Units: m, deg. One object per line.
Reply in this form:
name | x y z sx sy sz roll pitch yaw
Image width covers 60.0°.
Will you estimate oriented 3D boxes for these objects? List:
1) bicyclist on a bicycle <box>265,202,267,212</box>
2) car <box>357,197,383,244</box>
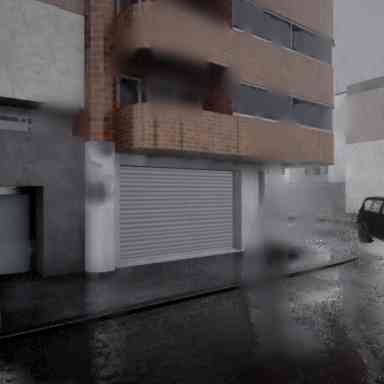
bicyclist on a bicycle | 7.223 1.348 34.565 1.656 1.620 0.582 0 0 -36
car | 8.362 1.223 12.892 2.150 2.045 5.566 1 0 6
